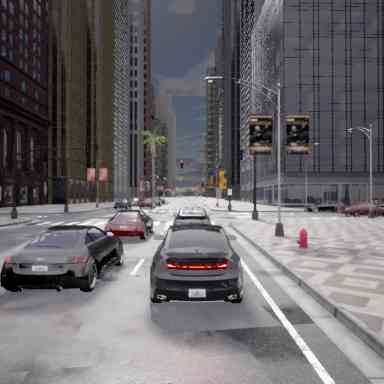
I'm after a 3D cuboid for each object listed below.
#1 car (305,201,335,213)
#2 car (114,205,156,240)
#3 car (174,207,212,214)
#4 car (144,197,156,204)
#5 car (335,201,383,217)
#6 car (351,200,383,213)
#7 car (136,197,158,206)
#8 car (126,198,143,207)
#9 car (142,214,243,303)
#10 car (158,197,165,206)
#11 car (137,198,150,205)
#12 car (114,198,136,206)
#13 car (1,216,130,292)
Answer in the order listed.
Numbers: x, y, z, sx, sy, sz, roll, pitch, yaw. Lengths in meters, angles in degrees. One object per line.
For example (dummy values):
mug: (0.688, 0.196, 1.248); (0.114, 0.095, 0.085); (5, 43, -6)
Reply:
car: (15.131, 1.660, 37.771); (4.313, 1.339, 1.947); (0, 0, -1)
car: (-3.174, 1.601, 17.379); (1.994, 1.385, 4.181); (0, 0, 0)
car: (0.025, 1.529, 17.526); (2.128, 1.511, 4.902); (0, 0, 0)
car: (-9.863, 1.986, 78.342); (2.033, 1.411, 5.357); (0, 0, 0)
car: (15.274, 1.576, 29.247); (4.206, 1.307, 1.802); (0, 0, -1)
car: (20.771, 1.641, 37.867); (4.313, 1.339, 1.947); (0, 0, -1)
car: (-6.667, 1.706, 50.037); (1.882, 1.535, 5.008); (0, 0, 0)
car: (-9.915, 1.775, 57.862); (2.128, 1.511, 4.902); (0, 0, 0)
car: (0.089, 1.515, 8.204); (1.837, 1.490, 4.892); (0, 0, 0)
car: (-6.656, 1.652, 60.074); (2.097, 1.767, 4.553); (0, 0, 0)
car: (-9.852, 1.923, 67.748); (1.994, 1.385, 4.181); (0, 0, 1)
car: (-9.918, 1.765, 48.307); (2.033, 1.411, 5.357); (0, 0, 0)
car: (-3.168, 1.576, 8.979); (1.994, 1.385, 4.181); (0, 0, 1)
